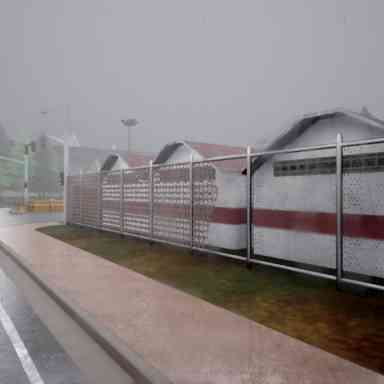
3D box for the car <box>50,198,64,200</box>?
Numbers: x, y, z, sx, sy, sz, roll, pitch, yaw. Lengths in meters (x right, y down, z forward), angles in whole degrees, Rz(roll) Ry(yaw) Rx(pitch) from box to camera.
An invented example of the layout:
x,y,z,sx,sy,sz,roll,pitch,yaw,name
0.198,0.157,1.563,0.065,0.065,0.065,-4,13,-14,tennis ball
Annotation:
x,y,z,sx,sy,sz,roll,pitch,yaw,name
-17.244,1.494,42.245,4.892,1.490,1.837,0,0,-39,car
